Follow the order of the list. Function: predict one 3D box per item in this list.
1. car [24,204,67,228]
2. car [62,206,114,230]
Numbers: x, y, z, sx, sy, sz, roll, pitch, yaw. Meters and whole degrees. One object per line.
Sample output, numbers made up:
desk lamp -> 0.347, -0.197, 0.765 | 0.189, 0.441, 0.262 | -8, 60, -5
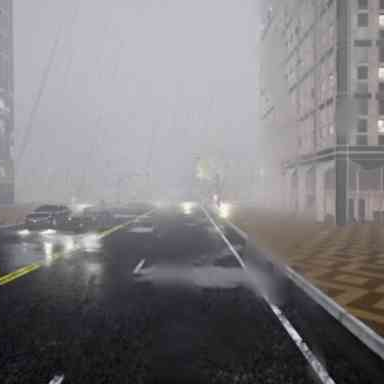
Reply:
car -> -9.847, 1.597, 23.216 | 1.837, 1.490, 4.892 | 0, 0, 0
car -> -6.599, 1.688, 22.039 | 1.895, 1.301, 4.718 | 0, 0, 0
